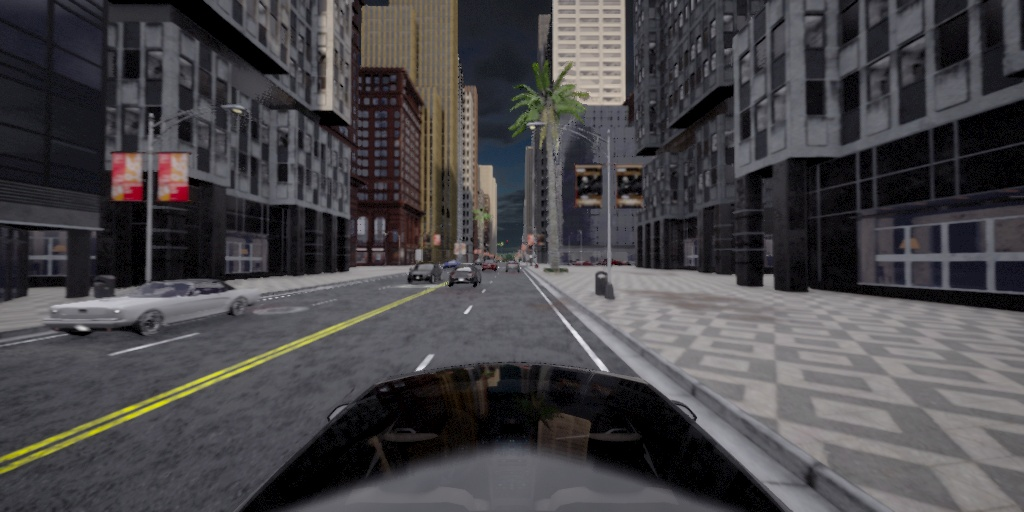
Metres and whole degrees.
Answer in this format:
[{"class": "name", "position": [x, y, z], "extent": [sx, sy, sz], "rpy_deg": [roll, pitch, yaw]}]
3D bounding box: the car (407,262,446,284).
[{"class": "car", "position": [-6.591, 1.294, 27.505], "extent": [1.837, 1.490, 4.892], "rpy_deg": [0, -1, 0]}]

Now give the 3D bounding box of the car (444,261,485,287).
[{"class": "car", "position": [-3.148, 1.306, 24.644], "extent": [1.812, 1.442, 4.674], "rpy_deg": [0, 0, 0]}]

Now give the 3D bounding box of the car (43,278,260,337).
[{"class": "car", "position": [-9.850, 1.358, 10.432], "extent": [1.895, 1.301, 4.718], "rpy_deg": [0, 0, 0]}]

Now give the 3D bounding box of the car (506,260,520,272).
[{"class": "car", "position": [0.105, 1.363, 48.308], "extent": [2.128, 1.511, 4.902], "rpy_deg": [0, 0, 0]}]

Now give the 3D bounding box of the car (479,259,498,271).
[{"class": "car", "position": [-3.143, 1.246, 51.753], "extent": [2.097, 1.767, 4.553], "rpy_deg": [0, 0, 0]}]

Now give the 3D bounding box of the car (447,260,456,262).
[{"class": "car", "position": [-9.790, 1.423, 58.645], "extent": [1.882, 1.535, 5.008], "rpy_deg": [0, 0, 1]}]
